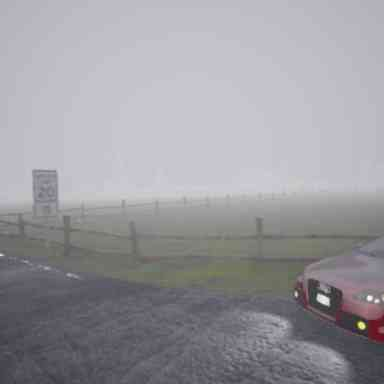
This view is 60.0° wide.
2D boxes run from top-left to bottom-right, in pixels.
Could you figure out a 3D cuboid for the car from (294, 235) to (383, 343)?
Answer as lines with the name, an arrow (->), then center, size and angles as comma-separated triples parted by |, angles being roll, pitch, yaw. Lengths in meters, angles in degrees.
car -> 3.893, 1.404, 5.665 | 4.181, 1.385, 1.994 | -1, 0, -17
